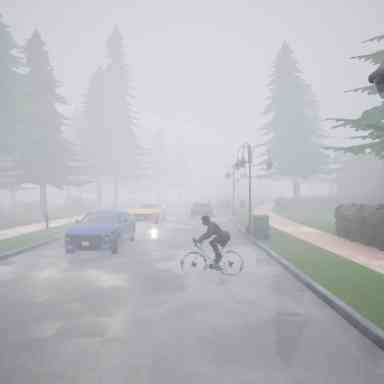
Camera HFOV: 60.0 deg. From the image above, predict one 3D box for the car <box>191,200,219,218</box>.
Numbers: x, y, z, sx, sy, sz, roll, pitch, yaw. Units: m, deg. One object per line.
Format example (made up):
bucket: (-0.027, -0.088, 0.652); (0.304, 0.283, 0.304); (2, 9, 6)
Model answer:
car: (1.024, 1.486, 30.116); (2.128, 1.511, 4.902); (0, 0, 6)

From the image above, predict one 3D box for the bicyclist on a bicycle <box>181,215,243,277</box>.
bicyclist on a bicycle: (0.526, 1.440, 8.775); (1.656, 1.620, 0.582); (-1, 0, 0)

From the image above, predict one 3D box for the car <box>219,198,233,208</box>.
car: (4.722, 1.556, 48.145); (1.994, 1.385, 4.181); (0, 0, 16)

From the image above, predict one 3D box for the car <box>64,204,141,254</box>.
car: (-3.548, 1.475, 13.654); (1.882, 1.535, 5.008); (0, 0, 1)

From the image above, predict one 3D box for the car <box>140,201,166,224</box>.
car: (-3.180, 1.473, 24.740); (1.882, 1.535, 5.008); (0, 0, 4)
